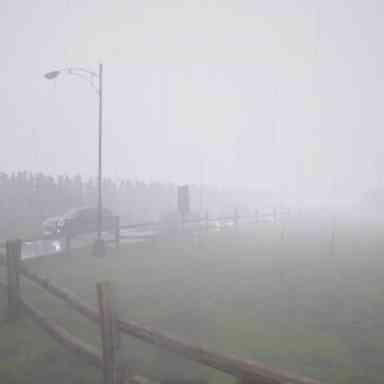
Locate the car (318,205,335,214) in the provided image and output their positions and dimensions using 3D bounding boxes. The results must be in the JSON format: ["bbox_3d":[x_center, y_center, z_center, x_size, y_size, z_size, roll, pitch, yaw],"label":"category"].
[{"bbox_3d":[22.119,2.833,54.656,1.882,1.535,5.008,-1,-2,36],"label":"car"}]

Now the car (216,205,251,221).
[{"bbox_3d":[4.464,2.143,35.237,2.097,1.767,4.553,-1,-2,36],"label":"car"}]

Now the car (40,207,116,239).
[{"bbox_3d":[-6.594,1.704,19.854,2.097,1.767,4.553,-1,-2,34],"label":"car"}]

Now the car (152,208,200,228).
[{"bbox_3d":[-1.231,2.059,27.365,2.128,1.511,4.902,-1,-2,36],"label":"car"}]

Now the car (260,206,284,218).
[{"bbox_3d":[10.521,2.552,43.510,1.812,1.442,4.674,-1,-2,35],"label":"car"}]
